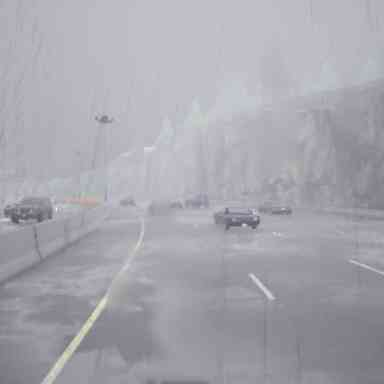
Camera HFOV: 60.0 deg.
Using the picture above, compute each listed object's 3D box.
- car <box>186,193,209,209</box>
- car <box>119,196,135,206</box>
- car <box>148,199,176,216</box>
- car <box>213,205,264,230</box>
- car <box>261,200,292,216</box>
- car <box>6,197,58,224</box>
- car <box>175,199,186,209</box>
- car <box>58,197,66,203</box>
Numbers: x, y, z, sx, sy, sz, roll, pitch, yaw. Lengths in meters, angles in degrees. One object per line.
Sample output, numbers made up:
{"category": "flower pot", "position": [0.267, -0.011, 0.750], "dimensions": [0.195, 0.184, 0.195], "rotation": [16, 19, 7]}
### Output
{"category": "car", "position": [0.601, 1.224, 46.734], "dimensions": [2.150, 2.045, 5.566], "rotation": [0, 0, -18]}
{"category": "car", "position": [-11.573, 1.556, 59.150], "dimensions": [2.097, 1.767, 4.553], "rotation": [-1, 0, -22]}
{"category": "car", "position": [-3.299, 1.609, 33.040], "dimensions": [2.033, 1.411, 5.357], "rotation": [-1, 0, -13]}
{"category": "car", "position": [2.602, 1.563, 20.664], "dimensions": [1.895, 1.301, 4.718], "rotation": [-1, 0, -8]}
{"category": "car", "position": [7.675, 1.446, 31.415], "dimensions": [1.994, 1.385, 4.181], "rotation": [-1, 0, -11]}
{"category": "car", "position": [-13.226, 1.444, 27.927], "dimensions": [2.150, 2.045, 5.566], "rotation": [-1, 0, -11]}
{"category": "car", "position": [-2.731, 1.656, 45.839], "dimensions": [1.895, 1.301, 4.718], "rotation": [-1, 0, -17]}
{"category": "car", "position": [-26.093, 1.759, 65.611], "dimensions": [1.837, 1.490, 4.892], "rotation": [-1, 0, -27]}
